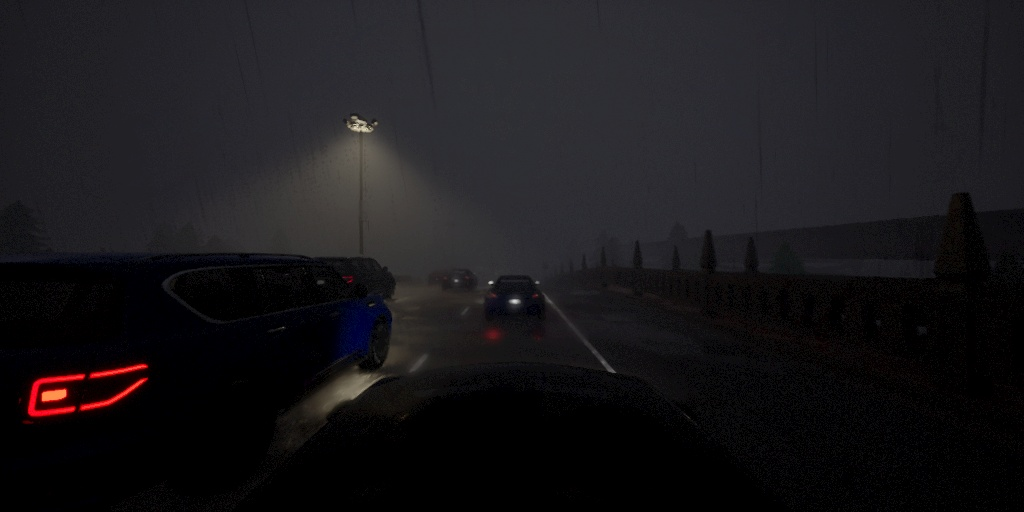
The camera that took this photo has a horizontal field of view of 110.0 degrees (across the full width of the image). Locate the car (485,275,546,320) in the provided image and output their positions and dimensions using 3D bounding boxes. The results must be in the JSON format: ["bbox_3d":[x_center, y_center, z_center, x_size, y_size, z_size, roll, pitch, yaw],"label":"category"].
[{"bbox_3d":[0.099,1.373,12.945,1.994,1.385,4.181,0,0,0],"label":"car"}]

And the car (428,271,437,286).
[{"bbox_3d":[-6.904,2.159,35.478,1.882,1.535,5.008,0,-4,0],"label":"car"}]

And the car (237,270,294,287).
[{"bbox_3d":[-21.097,1.920,30.931,1.994,1.385,4.181,0,-4,0],"label":"car"}]

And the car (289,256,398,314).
[{"bbox_3d":[-6.902,1.047,15.614,2.150,2.045,5.566,0,0,0],"label":"car"}]

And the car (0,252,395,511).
[{"bbox_3d":[-3.400,0.989,4.665,2.150,2.045,5.566,0,0,0],"label":"car"}]

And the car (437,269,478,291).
[{"bbox_3d":[-3.403,1.564,23.954,1.994,1.385,4.181,0,-2,0],"label":"car"}]
